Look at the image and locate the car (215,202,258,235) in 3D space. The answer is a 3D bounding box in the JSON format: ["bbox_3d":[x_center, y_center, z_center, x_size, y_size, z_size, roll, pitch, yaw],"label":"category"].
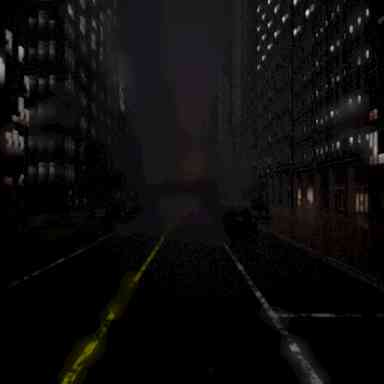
[{"bbox_3d":[2.695,1.629,20.193,1.967,1.590,4.097,-1,-1,0],"label":"car"}]

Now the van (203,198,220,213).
[{"bbox_3d":[2.709,1.741,42.927,1.690,1.788,3.998,-1,-1,0],"label":"van"}]

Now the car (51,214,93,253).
[{"bbox_3d":[-5.689,1.660,14.344,1.752,1.417,4.829,-1,-1,0],"label":"car"}]

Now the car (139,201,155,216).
[{"bbox_3d":[-5.674,1.898,37.247,2.008,1.369,4.403,-1,-1,0],"label":"car"}]

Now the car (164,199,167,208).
[{"bbox_3d":[-5.663,2.057,54.298,2.008,1.369,4.403,-1,-1,0],"label":"car"}]

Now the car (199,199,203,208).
[{"bbox_3d":[2.716,1.821,54.294,2.192,1.841,5.009,-1,-1,0],"label":"car"}]

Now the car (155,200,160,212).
[{"bbox_3d":[-5.670,1.966,42.931,1.947,1.339,4.313,-1,-1,0],"label":"car"}]

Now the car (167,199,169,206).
[{"bbox_3d":[-5.659,2.141,59.981,1.802,1.307,4.206,-1,-1,0],"label":"car"}]

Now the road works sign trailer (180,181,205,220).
[{"bbox_3d":[0.036,0.756,31.304,2.380,3.560,2.880,0,-1,0],"label":"road works sign trailer"}]

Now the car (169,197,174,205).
[{"bbox_3d":[-5.652,2.216,71.348,2.008,1.369,4.403,-1,-1,0],"label":"car"}]

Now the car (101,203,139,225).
[{"bbox_3d":[-5.682,1.682,25.882,1.967,1.590,4.097,-1,-1,0],"label":"car"}]

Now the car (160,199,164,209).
[{"bbox_3d":[-5.666,1.998,48.614,1.887,1.381,4.507,-1,-1,0],"label":"car"}]

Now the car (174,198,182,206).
[{"bbox_3d":[-2.955,2.257,71.747,1.895,1.301,4.718,0,-1,0],"label":"car"}]

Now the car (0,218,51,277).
[{"bbox_3d":[-5.693,1.523,8.832,1.967,1.590,4.097,-1,-1,0],"label":"car"}]

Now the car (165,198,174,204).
[{"bbox_3d":[-5.644,2.321,82.714,2.008,1.369,4.403,-1,-1,0],"label":"car"}]

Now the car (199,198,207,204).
[{"bbox_3d":[2.737,2.321,82.709,2.008,1.369,4.403,-1,-1,0],"label":"car"}]

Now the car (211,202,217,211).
[{"bbox_3d":[2.699,1.769,26.045,1.752,1.417,4.829,-1,-1,0],"label":"car"}]

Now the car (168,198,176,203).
[{"bbox_3d":[-5.636,2.457,94.081,1.802,1.307,4.206,-1,-1,0],"label":"car"}]

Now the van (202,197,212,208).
[{"bbox_3d":[2.720,1.900,59.977,1.690,1.788,3.998,-1,-1,0],"label":"van"}]
